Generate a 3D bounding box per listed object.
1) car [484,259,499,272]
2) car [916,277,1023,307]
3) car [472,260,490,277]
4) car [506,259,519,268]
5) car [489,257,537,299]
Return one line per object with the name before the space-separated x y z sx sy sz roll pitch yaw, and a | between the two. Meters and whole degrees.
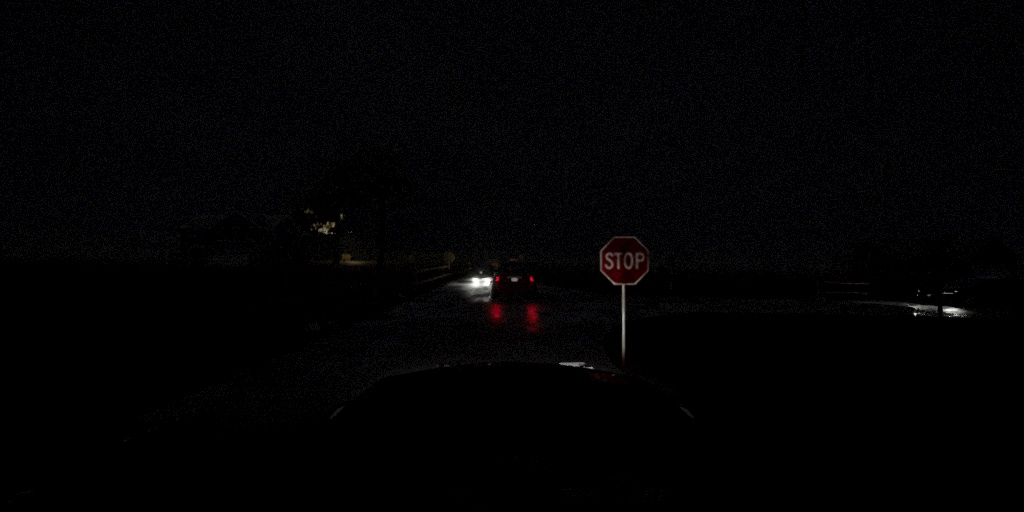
car | -2.797 1.261 49.989 1.882 1.535 5.008 0 1 0
car | 23.657 1.800 18.272 4.892 1.490 1.837 1 -1 0
car | -2.818 1.243 35.026 2.128 1.511 4.902 0 0 0
car | 0.054 1.311 62.058 2.128 1.511 4.902 0 0 0
car | 0.121 1.106 18.648 2.097 1.767 4.553 0 1 0
